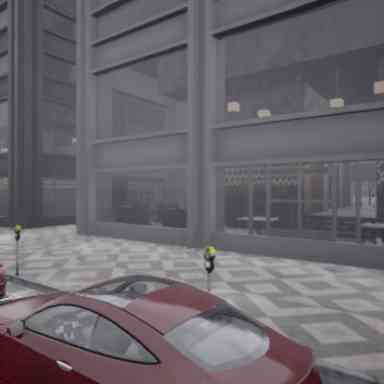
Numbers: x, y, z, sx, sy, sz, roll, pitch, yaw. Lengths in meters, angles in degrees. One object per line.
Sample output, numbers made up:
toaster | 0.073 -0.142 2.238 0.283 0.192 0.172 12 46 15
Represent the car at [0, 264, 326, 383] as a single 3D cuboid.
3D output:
car | -0.801 1.584 3.534 4.206 1.307 1.802 0 0 36
